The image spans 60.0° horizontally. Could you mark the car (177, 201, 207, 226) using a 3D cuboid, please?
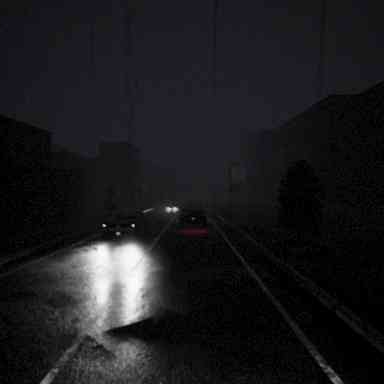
[{"bbox_3d":[0.065,1.671,24.909,1.882,1.535,5.008,0,-1,0],"label":"car"}]

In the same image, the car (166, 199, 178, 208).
[{"bbox_3d":[-3.535,2.030,59.992,2.128,1.511,4.902,0,-1,1],"label":"car"}]

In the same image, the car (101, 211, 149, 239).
[{"bbox_3d":[-3.603,1.746,18.511,1.895,1.301,4.718,0,0,0],"label":"car"}]

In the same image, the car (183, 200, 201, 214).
[{"bbox_3d":[-0.005,1.835,41.930,2.128,1.511,4.902,0,-1,0],"label":"car"}]
